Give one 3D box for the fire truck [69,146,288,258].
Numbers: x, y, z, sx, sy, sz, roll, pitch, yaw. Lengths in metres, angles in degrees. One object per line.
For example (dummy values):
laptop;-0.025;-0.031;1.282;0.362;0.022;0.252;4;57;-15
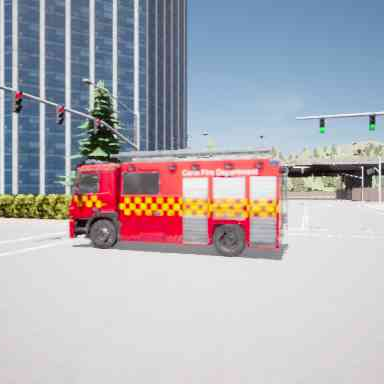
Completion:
fire truck;-0.607;0.342;13.414;8.468;3.827;2.891;0;0;18
